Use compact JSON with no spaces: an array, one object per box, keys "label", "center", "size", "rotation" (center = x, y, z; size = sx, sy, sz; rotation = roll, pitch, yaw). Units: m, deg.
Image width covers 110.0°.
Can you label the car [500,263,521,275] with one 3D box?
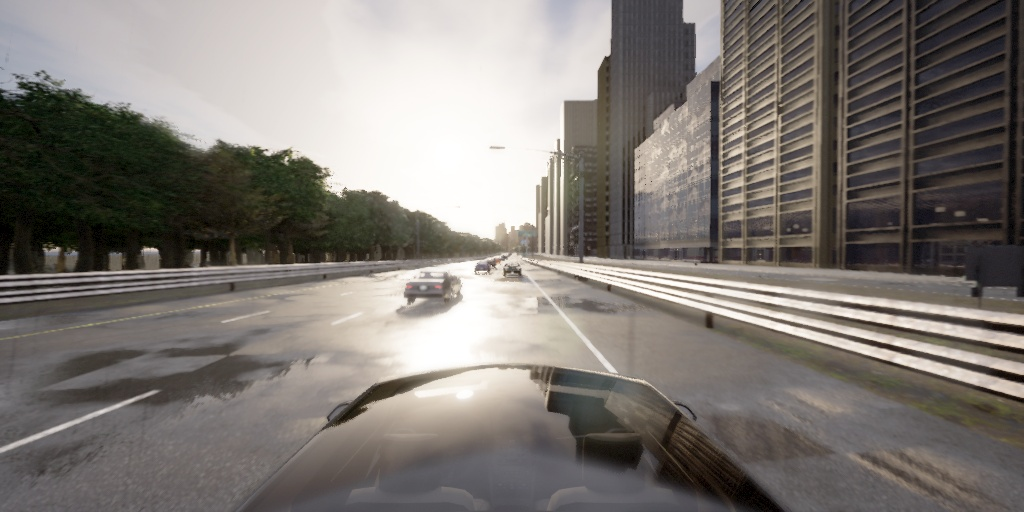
[{"label":"car","center":[0.024,1.376,38.729],"size":[1.895,1.301,4.718],"rotation":[0,0,0]}]

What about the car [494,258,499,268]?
[{"label":"car","center":[-3.720,1.325,63.251],"size":[1.837,1.490,4.892],"rotation":[0,0,0]}]

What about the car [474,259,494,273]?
[{"label":"car","center":[-3.615,1.310,44.720],"size":[1.812,1.442,4.674],"rotation":[0,0,0]}]

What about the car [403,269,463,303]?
[{"label":"car","center":[-3.519,1.303,16.746],"size":[2.033,1.411,5.357],"rotation":[0,0,0]}]
